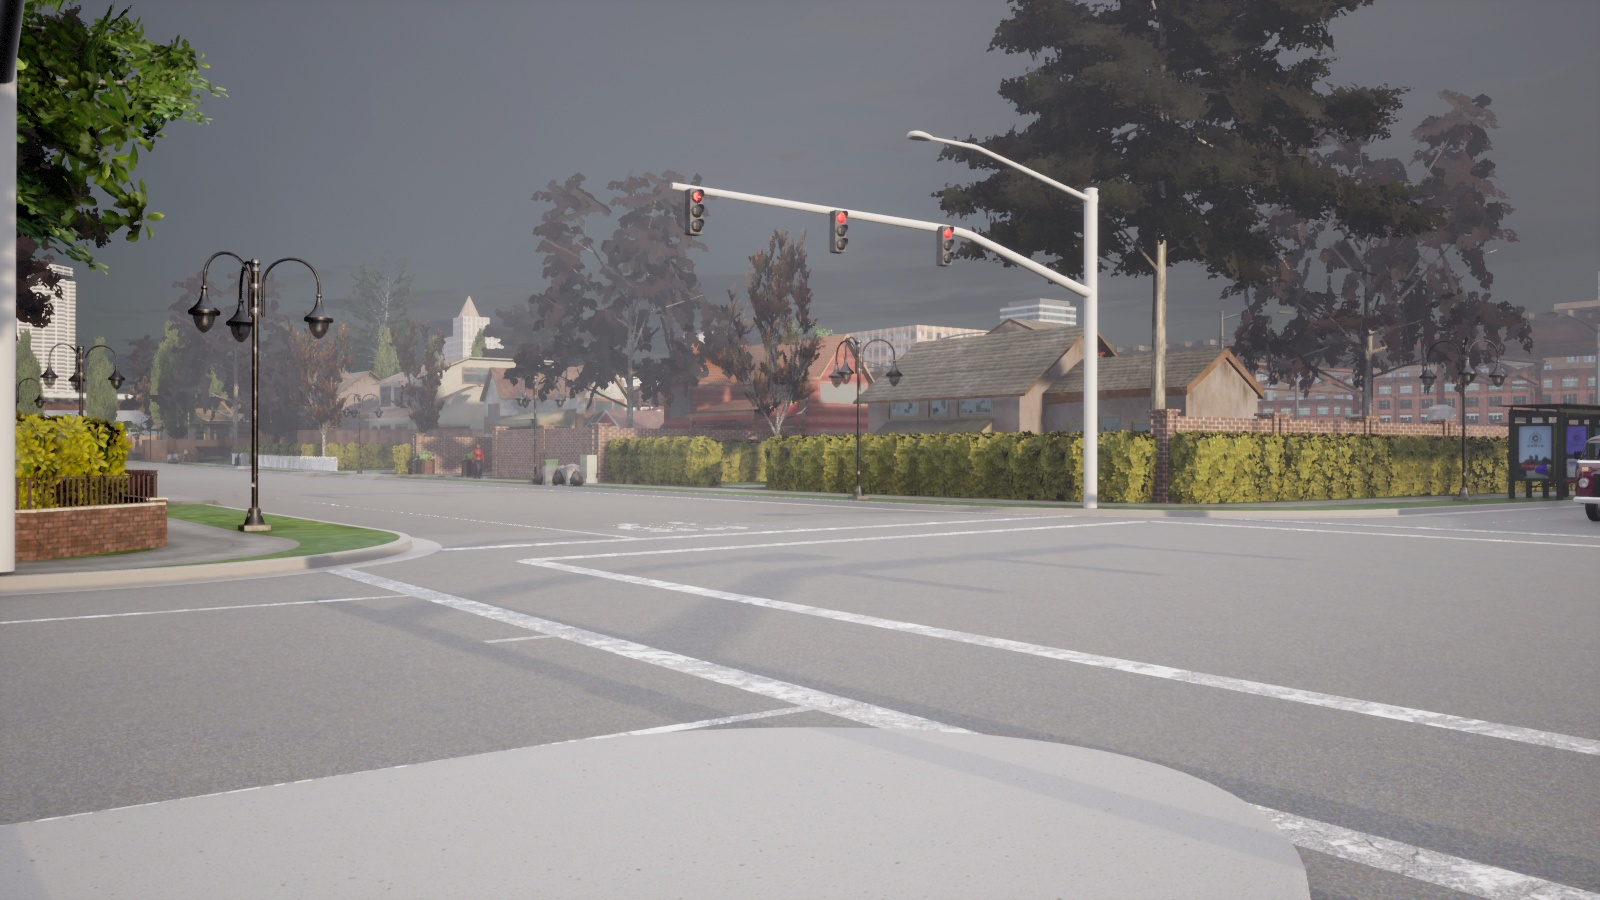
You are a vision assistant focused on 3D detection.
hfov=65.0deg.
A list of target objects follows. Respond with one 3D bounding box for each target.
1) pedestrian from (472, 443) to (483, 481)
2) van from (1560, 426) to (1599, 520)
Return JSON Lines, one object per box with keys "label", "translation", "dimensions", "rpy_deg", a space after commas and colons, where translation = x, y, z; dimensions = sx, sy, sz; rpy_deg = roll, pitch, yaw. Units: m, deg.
{"label": "pedestrian", "translation": [-16.039, 0.594, 62.503], "dimensions": [0.331, 1.846, 0.636], "rpy_deg": [0, 0, -36]}
{"label": "van", "translation": [19.198, 0.497, 28.227], "dimensions": [4.480, 2.038, 2.069], "rpy_deg": [0, 0, -37]}
